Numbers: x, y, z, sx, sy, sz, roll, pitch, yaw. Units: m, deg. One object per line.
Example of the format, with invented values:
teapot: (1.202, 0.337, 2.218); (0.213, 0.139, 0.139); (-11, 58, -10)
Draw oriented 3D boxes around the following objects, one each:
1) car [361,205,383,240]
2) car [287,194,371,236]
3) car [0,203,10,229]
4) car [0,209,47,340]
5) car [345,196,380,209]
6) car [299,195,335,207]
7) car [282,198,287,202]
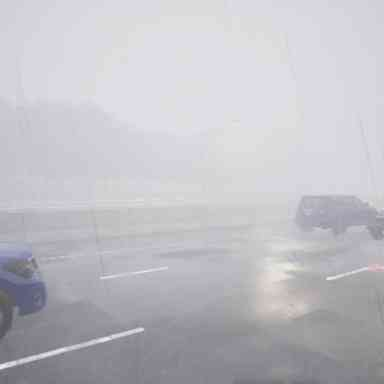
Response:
car: (9.985, 1.407, 15.136); (4.892, 1.490, 1.837); (-1, 0, -35)
car: (7.937, 1.123, 17.975); (5.566, 2.045, 2.150); (-1, 0, -35)
car: (-13.862, 1.475, 19.899); (5.008, 1.535, 1.882); (0, 0, -36)
car: (-5.020, 1.220, 4.464); (5.566, 2.045, 2.150); (0, 0, -36)
car: (20.385, 1.212, 39.739); (4.181, 1.385, 1.994); (-1, 0, -35)
car: (17.470, 1.179, 46.229); (5.357, 1.411, 2.033); (-1, 0, -35)
car: (15.297, 1.163, 48.981); (4.674, 1.442, 1.812); (-1, 0, -35)
